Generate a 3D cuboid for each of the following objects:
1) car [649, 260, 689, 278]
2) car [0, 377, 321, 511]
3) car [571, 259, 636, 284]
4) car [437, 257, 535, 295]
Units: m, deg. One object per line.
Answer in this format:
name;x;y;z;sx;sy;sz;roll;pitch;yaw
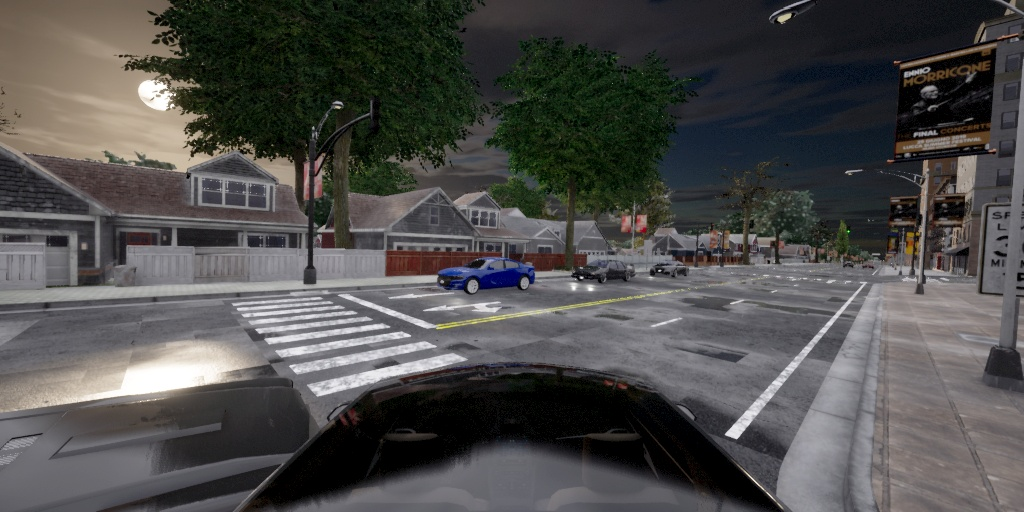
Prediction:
car;13.346;1.020;30.300;4.181;1.385;1.994;1;2;-44
car;-3.315;1.284;1.331;4.718;1.301;1.895;1;2;-34
car;6.124;0.936;23.403;5.357;1.411;2.033;0;2;-44
car;-1.066;0.802;16.509;5.008;1.535;1.882;0;2;-44
